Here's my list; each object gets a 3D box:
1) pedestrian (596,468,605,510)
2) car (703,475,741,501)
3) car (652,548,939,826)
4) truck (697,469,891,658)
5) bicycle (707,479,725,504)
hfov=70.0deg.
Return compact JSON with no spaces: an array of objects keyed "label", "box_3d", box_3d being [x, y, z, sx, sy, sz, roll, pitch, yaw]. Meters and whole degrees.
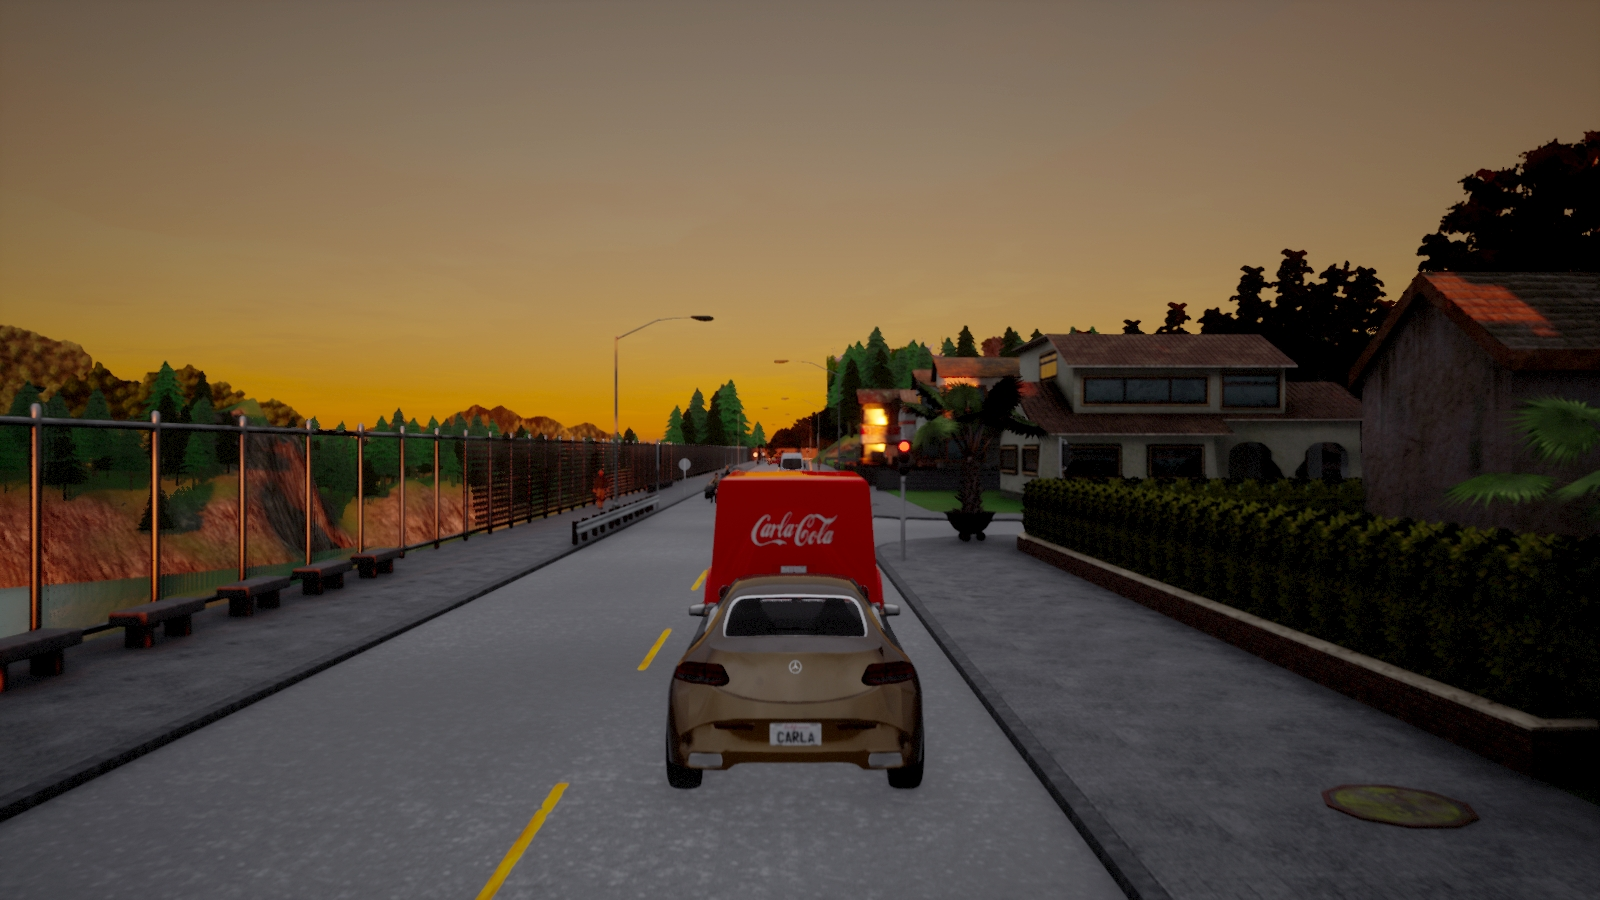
[{"label":"pedestrian","box_3d":[-8.920,1.748,51.059,0.375,1.860,0.375,0,0,-4]},{"label":"car","box_3d":[-4.440,2.159,65.861,1.895,1.301,4.718,0,0,0]},{"label":"car","box_3d":[-0.052,1.993,11.087,2.152,1.651,5.027,0,0,0]},{"label":"truck","box_3d":[-0.098,1.570,18.007,2.627,2.467,5.204,0,0,0]},{"label":"bicycle","box_3d":[-4.393,2.162,60.099,0.859,1.276,1.487,0,0,0]}]
